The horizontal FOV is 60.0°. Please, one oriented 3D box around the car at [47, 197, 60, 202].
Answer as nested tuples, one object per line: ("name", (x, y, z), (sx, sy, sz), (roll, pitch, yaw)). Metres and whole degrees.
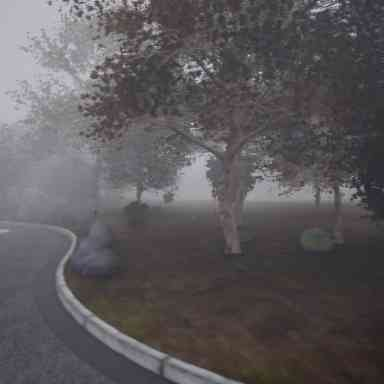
("car", (-23.814, 0.715, 57.008), (2.097, 1.767, 4.553), (-2, 1, -23))
